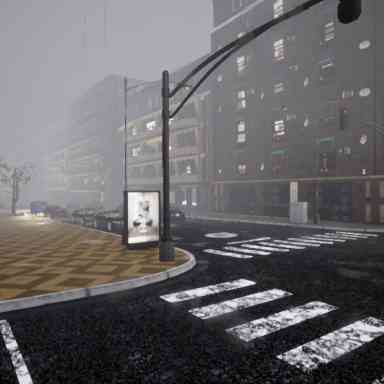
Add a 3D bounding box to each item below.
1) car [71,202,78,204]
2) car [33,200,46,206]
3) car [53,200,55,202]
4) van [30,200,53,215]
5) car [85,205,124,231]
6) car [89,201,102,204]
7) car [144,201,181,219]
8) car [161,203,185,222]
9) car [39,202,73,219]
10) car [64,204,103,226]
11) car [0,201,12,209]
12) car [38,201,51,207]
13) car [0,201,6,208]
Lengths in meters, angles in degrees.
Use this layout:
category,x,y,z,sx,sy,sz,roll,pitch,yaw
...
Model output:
category,x,y,z,sx,sy,sz,roll,pitch,yaw
car,-21.450,2.424,59.735,1.802,1.307,4.206,-2,0,-36
car,-37.771,2.797,82.297,1.887,1.381,4.507,-2,0,-36
car,-31.246,2.528,73.272,1.967,1.590,4.097,-2,0,-36
van,-19.755,2.035,43.038,1.690,1.788,3.998,-2,0,-36
car,-5.497,1.888,23.160,2.008,1.369,4.403,-2,0,-36
car,-14.922,2.118,50.713,1.967,1.590,4.097,-2,0,-36
car,-3.075,1.824,34.548,1.967,1.590,4.097,-2,0,-36
car,-2.364,1.896,28.957,1.994,1.385,4.181,-1,-1,-36
car,-14.837,2.115,36.150,1.887,1.381,4.507,-2,0,-36
car,-8.761,1.969,27.673,2.008,1.369,4.403,-2,0,-36
car,-38.033,2.703,68.361,2.008,1.369,4.403,-2,0,-36
car,-34.506,2.736,77.784,1.947,1.339,4.313,-2,0,-36
car,-44.561,2.862,77.386,1.887,1.381,4.507,-2,0,-36
